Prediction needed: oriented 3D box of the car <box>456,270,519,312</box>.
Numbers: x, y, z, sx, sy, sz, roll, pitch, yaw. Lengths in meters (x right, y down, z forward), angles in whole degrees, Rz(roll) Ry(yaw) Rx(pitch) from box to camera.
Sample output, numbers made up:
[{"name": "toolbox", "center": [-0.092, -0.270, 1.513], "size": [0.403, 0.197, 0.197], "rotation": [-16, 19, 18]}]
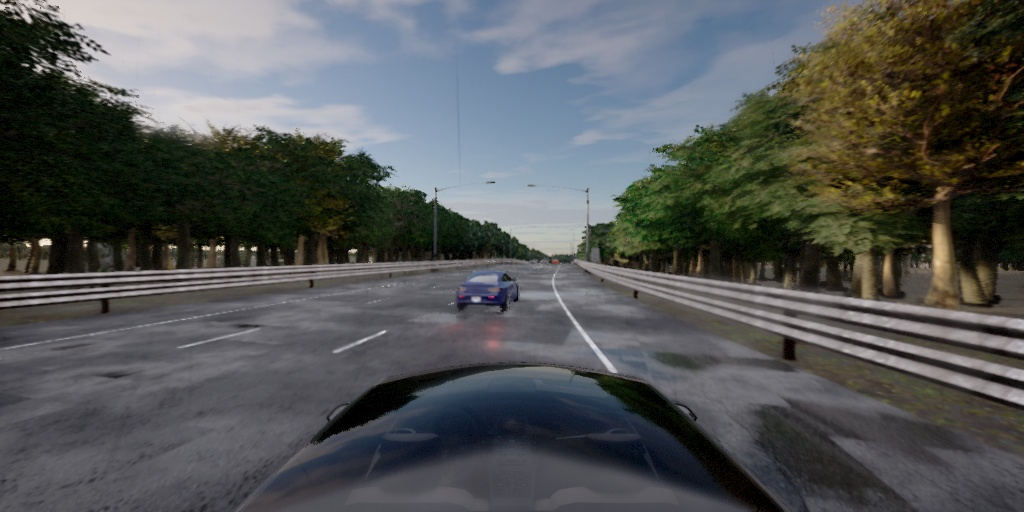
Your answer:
[{"name": "car", "center": [-0.853, 1.278, 14.214], "size": [1.812, 1.442, 4.674], "rotation": [0, 0, 9]}]
